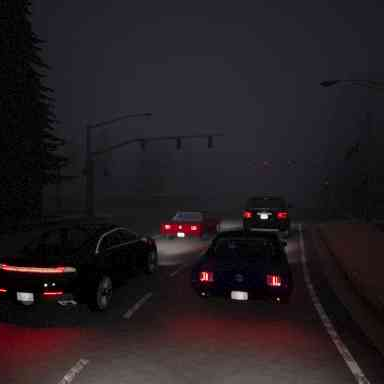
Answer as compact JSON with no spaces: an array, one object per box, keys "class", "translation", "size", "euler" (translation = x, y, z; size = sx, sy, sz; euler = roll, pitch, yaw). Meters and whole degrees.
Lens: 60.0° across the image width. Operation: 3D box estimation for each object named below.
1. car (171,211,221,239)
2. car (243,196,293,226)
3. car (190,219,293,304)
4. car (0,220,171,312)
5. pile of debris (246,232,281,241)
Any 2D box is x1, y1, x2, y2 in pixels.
[{"class":"car","translation":[0.163,1.601,16.806],"size":[1.895,1.301,4.718],"euler":[0,0,17]},{"class":"car","translation":[4.062,1.221,17.623],"size":[2.150,2.045,5.566],"euler":[0,0,17]},{"class":"car","translation":[1.387,1.601,8.227],"size":[1.895,1.301,4.718],"euler":[0,0,13]},{"class":"car","translation":[-2.240,1.492,7.793],"size":[2.128,1.511,4.902],"euler":[0,0,11]},{"class":"pile of debris","translation":[3.538,2.175,16.343],"size":[1.500,0.140,1.860],"euler":[0,0,17]}]
